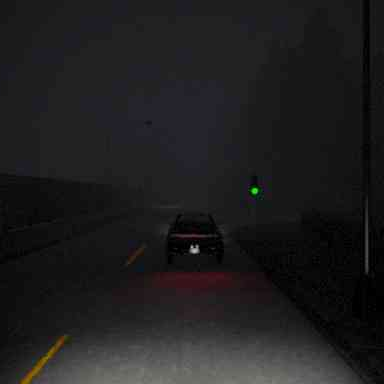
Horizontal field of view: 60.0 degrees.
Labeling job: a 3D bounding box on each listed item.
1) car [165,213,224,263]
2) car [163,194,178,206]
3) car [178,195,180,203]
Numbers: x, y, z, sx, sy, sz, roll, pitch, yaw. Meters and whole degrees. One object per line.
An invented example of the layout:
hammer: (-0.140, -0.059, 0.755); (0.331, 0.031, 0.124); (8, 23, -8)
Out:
car: (0.087, 1.515, 12.148); (2.128, 1.511, 4.902); (0, 0, 0)
car: (-3.986, 1.589, 58.664); (1.882, 1.535, 5.008); (0, 0, 1)
car: (-3.924, 1.366, 74.144); (2.150, 2.045, 5.566); (0, 0, 0)
